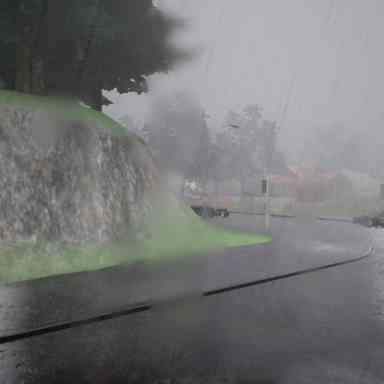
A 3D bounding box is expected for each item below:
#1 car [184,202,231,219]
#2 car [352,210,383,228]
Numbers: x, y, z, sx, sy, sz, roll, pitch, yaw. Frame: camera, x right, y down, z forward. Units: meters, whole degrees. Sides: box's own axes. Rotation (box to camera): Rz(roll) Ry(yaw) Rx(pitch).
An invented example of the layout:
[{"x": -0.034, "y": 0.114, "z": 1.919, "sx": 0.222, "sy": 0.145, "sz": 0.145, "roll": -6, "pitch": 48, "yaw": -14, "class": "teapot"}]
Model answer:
[{"x": 1.288, "y": 1.600, "z": 29.672, "sx": 1.895, "sy": 1.301, "sz": 4.718, "roll": 0, "pitch": 0, "yaw": -35, "class": "car"}, {"x": 12.654, "y": 1.547, "z": 20.010, "sx": 5.357, "sy": 1.411, "sz": 2.033, "roll": 0, "pitch": 0, "yaw": 43, "class": "car"}]
